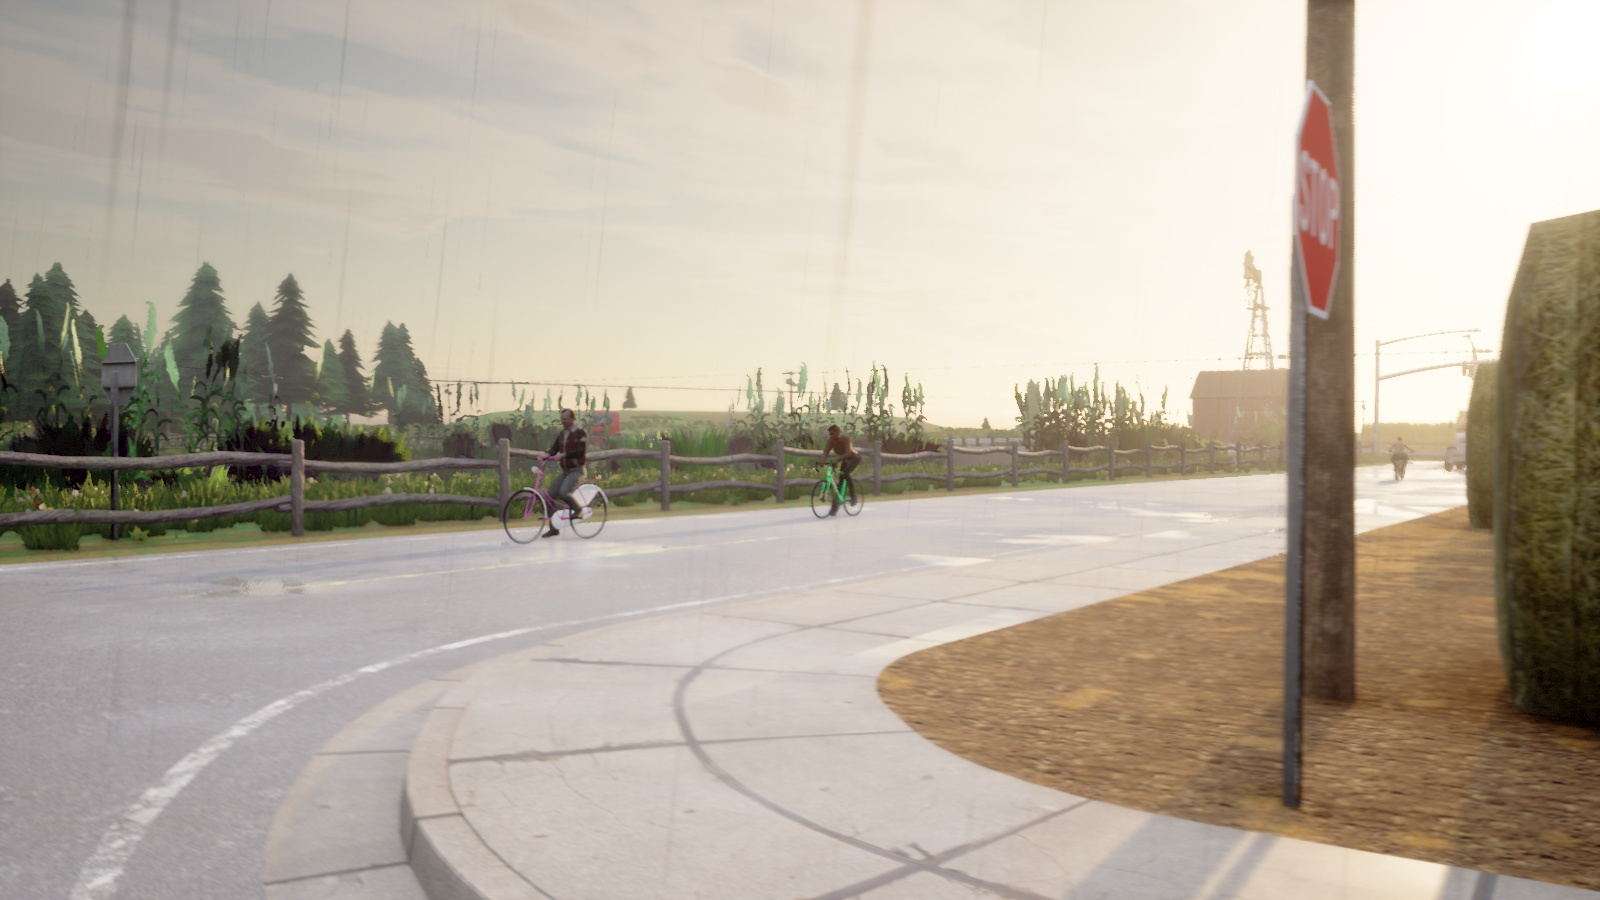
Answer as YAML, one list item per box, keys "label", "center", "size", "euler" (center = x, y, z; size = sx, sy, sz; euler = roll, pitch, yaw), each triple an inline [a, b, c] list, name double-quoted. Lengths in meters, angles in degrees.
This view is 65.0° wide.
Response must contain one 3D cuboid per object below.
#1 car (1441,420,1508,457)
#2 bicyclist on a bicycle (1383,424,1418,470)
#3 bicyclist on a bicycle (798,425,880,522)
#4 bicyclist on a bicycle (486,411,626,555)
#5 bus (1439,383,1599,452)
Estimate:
- label: "car"
  center: [31.920, -0.547, 59.353]
  size: [2.152, 1.651, 5.027]
  euler: [0, 1, 36]
- label: "bicyclist on a bicycle"
  center: [21.356, -0.111, 44.639]
  size: [0.866, 1.612, 1.509]
  euler: [0, 1, 36]
- label: "bicyclist on a bicycle"
  center: [0.693, 0.377, 21.836]
  size: [0.582, 1.620, 1.656]
  euler: [0, 1, 36]
- label: "bicyclist on a bicycle"
  center: [-3.168, 0.397, 16.455]
  size: [0.659, 1.776, 1.843]
  euler: [0, 1, 36]
- label: "bus"
  center: [48.255, -2.104, 82.660]
  size: [10.273, 4.253, 3.944]
  euler: [-1, -1, 11]
